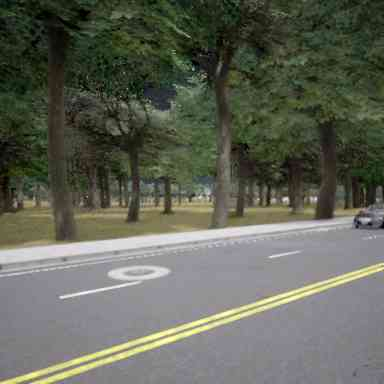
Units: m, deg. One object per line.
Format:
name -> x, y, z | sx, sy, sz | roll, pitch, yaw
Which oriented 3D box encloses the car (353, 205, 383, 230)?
car -> 12.392, 1.596, 21.757 | 4.902, 1.511, 2.128 | 0, -1, -38
